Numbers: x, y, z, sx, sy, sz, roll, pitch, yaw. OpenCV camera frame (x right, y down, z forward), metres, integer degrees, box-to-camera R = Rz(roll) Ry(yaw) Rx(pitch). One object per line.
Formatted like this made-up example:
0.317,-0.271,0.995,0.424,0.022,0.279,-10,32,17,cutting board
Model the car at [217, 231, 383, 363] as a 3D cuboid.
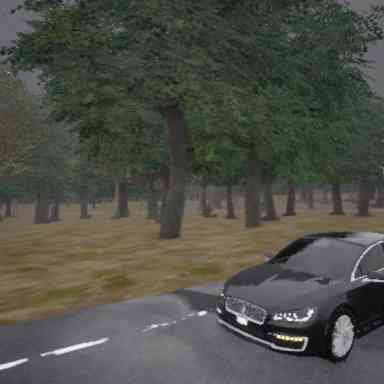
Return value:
2.636,1.513,5.975,4.892,1.490,1.837,0,0,-36,car
